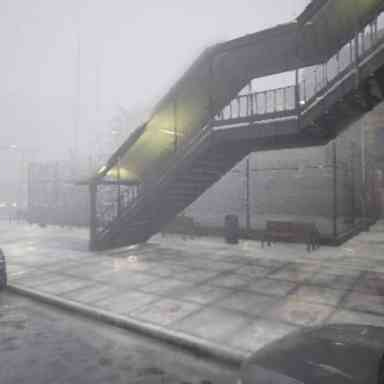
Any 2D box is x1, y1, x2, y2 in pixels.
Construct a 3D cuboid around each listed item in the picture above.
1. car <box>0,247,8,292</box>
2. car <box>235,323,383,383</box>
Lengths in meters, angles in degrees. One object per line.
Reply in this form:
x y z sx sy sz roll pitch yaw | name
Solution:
-6.375 1.461 7.845 4.553 1.767 2.185 -1 0 35 | car
2.381 1.469 1.563 2.231 1.521 4.892 0 -1 -45 | car
